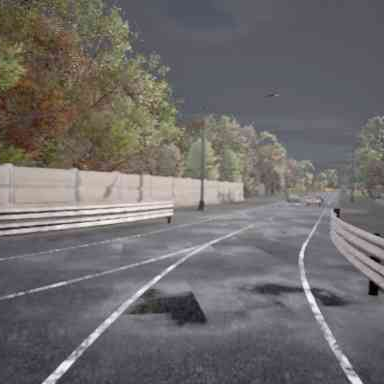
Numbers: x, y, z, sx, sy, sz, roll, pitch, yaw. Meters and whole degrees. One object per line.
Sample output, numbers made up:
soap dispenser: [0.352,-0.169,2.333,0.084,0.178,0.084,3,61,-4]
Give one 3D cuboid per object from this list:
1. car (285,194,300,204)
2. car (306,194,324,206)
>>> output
car: [16.755,1.111,54.848,1.812,1.442,4.674,2,1,24]
car: [17.491,1.307,47.667,1.895,1.301,4.718,2,1,23]
